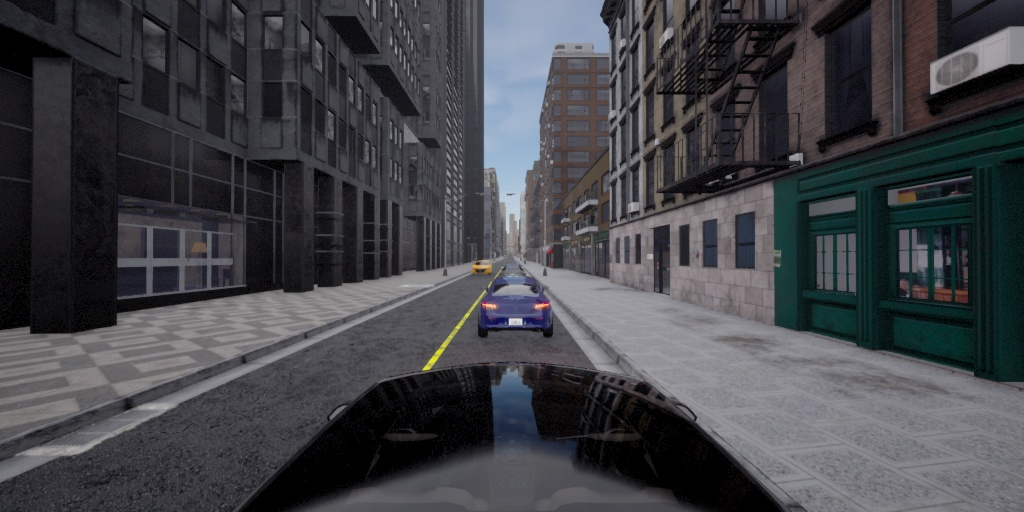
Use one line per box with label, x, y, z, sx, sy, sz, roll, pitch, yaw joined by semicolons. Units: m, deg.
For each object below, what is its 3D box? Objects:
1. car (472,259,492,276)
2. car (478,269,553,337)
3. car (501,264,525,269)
car;-3.140;1.230;37.937;1.882;1.535;5.008;0;0;0
car;0.088;1.277;10.159;1.812;1.442;4.674;0;0;0
car;0.062;1.317;28.207;1.994;1.385;4.181;0;0;0
